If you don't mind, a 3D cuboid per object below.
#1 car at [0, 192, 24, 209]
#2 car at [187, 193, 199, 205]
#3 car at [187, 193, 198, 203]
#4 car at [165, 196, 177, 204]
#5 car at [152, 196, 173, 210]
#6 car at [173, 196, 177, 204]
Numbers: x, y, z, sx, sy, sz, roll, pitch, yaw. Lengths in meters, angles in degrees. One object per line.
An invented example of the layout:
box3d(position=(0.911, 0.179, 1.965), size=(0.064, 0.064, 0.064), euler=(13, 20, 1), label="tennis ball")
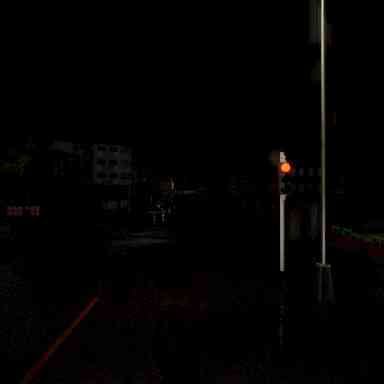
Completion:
box3d(position=(-19.709, 0.985, 34.940), size=(1.905, 1.878, 3.866), euler=(0, 0, 35), label="car")
box3d(position=(0.182, 1.352, 58.405), size=(2.097, 1.767, 4.553), euler=(0, 0, 0), label="car")
box3d(position=(0.104, 1.225, 72.303), size=(2.150, 2.045, 5.566), euler=(0, 0, 0), label="car")
box3d(position=(-3.966, 1.477, 63.162), size=(1.882, 1.535, 5.008), euler=(0, 0, 0), label="car")
box3d(position=(-4.040, 1.491, 43.023), size=(2.128, 1.511, 4.902), euler=(0, 0, 0), label="car")
box3d(position=(-4.019, 1.491, 52.987), size=(2.128, 1.511, 4.902), euler=(0, 0, 0), label="car")
